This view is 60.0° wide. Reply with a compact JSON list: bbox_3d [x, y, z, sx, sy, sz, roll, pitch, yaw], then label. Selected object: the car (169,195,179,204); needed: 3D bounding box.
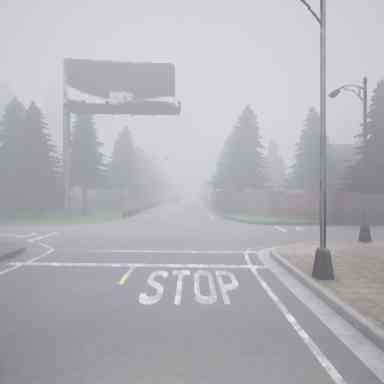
[{"bbox_3d":[-3.500,1.421,65.054,1.837,1.490,4.892,0,0,0],"label":"car"}]
